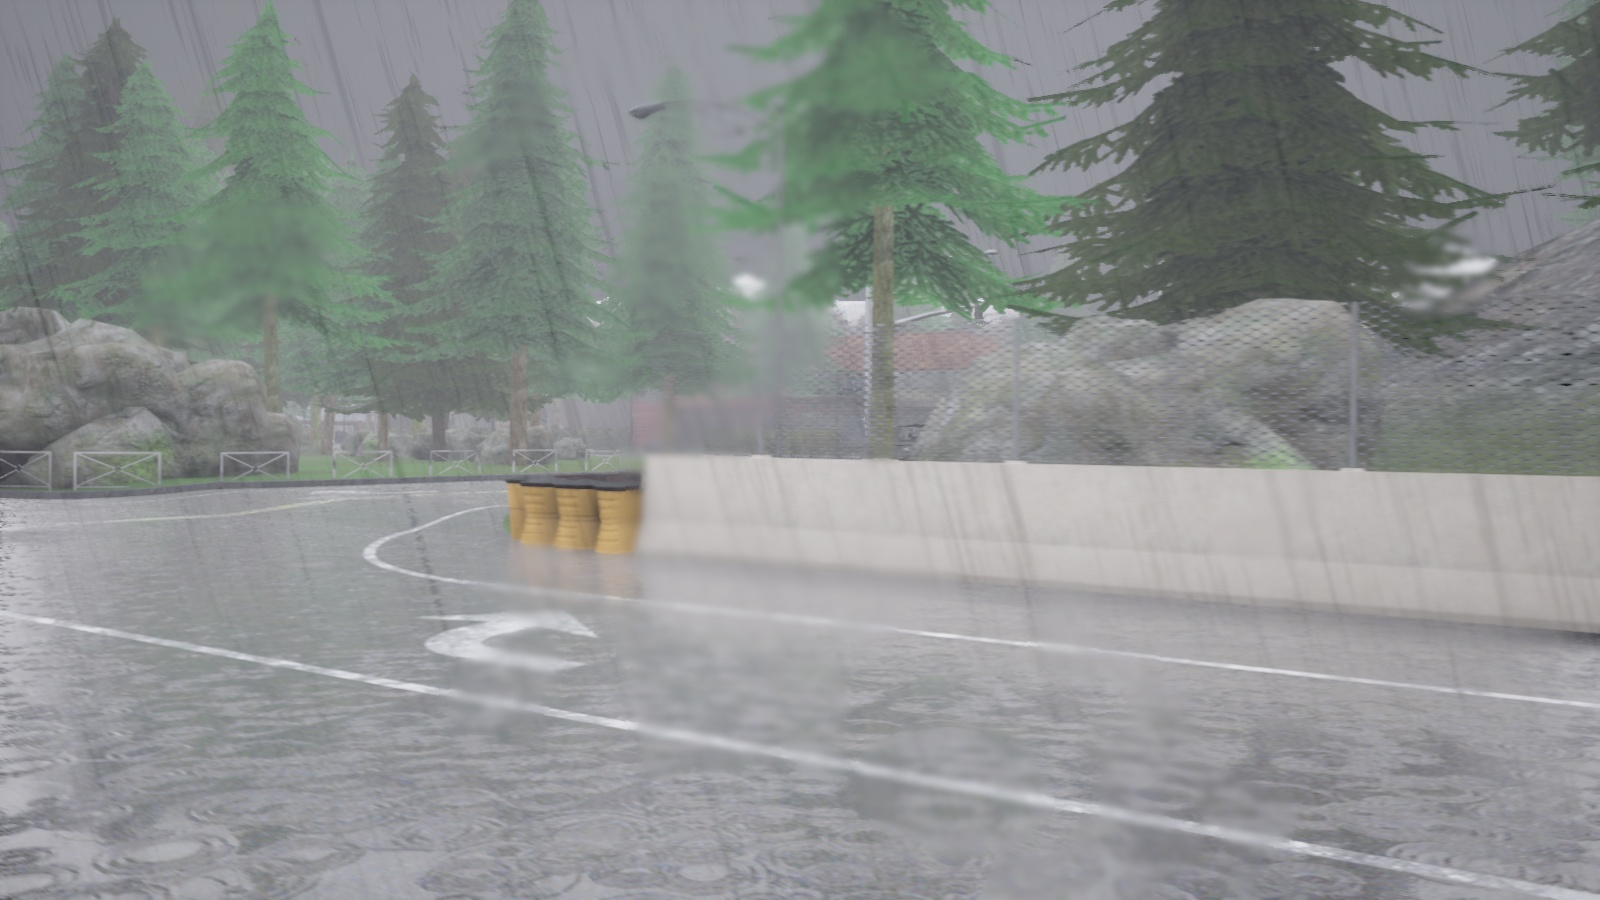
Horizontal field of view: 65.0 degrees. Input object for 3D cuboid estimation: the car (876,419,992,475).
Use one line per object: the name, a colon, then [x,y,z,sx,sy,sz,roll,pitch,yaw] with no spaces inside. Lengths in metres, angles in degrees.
car: [4.131,-0.126,38.251,1.851,1.617,3.988,0,1,34]
